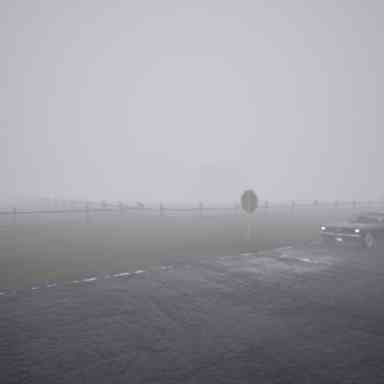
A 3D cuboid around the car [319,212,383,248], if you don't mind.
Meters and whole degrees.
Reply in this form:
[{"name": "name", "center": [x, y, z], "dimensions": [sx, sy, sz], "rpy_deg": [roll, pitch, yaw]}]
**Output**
[{"name": "car", "center": [7.701, 1.601, 14.788], "dimensions": [4.718, 1.301, 1.895], "rpy_deg": [0, -1, -37]}]
